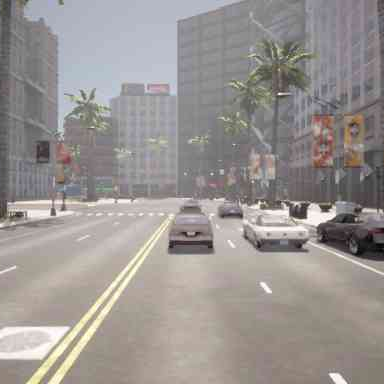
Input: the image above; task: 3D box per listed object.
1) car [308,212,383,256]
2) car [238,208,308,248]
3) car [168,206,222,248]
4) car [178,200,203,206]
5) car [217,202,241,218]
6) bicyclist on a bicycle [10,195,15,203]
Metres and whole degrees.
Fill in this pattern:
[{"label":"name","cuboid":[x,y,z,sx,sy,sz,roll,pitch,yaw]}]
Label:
[{"label":"car","cuboid":[6.645,1.511,13.194,2.161,1.482,4.786,0,0,-1]},{"label":"car","cuboid":[3.446,1.615,14.681,1.895,1.301,4.718,0,0,0]},{"label":"car","cuboid":[-0.054,1.562,14.631,2.033,1.411,5.357,0,0,0]},{"label":"car","cuboid":[-0.137,1.515,29.631,1.837,1.490,4.892,0,0,0]},{"label":"car","cuboid":[3.363,1.571,29.651,1.994,1.385,4.181,0,0,0]},{"label":"bicyclist on a bicycle","cuboid":[-32.990,1.298,61.177,0.582,1.620,1.656,0,0,0]}]
